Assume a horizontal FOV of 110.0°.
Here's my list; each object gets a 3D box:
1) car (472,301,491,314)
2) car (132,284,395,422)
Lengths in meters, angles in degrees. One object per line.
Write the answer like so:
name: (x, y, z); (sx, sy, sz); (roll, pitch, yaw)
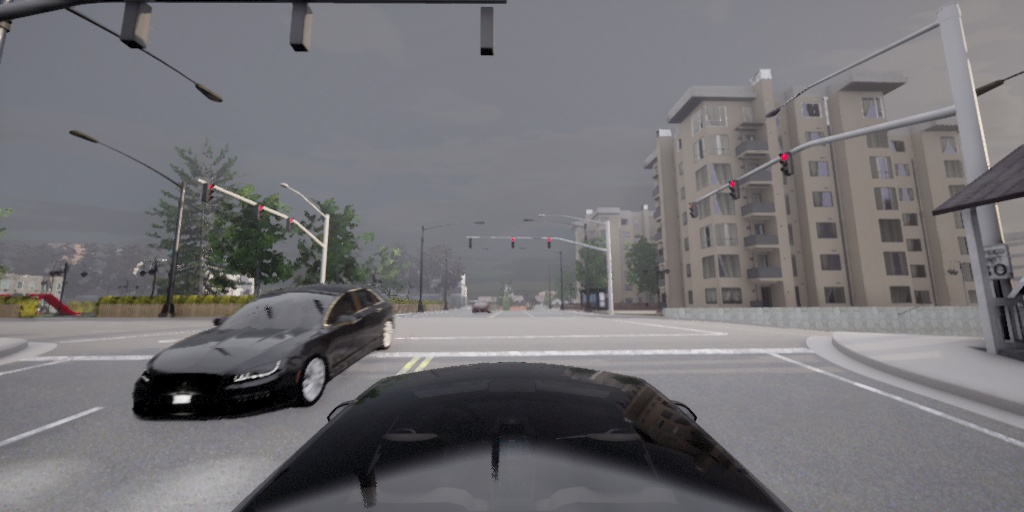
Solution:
car: (-3.489, 5.905, 41.048); (1.882, 1.535, 5.008); (0, -7, 0)
car: (-3.538, 1.298, 6.267); (1.837, 1.490, 4.892); (0, 0, 0)
